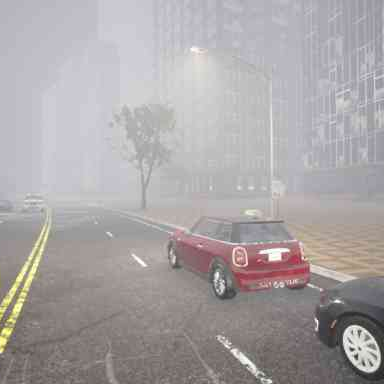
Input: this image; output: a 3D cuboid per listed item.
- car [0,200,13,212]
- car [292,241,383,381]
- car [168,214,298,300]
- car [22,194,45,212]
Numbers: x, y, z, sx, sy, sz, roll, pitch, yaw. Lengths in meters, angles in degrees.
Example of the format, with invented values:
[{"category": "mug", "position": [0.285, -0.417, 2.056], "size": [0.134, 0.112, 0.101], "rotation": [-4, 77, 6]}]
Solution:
[{"category": "car", "position": [-21.680, 1.602, 38.052], "size": [1.994, 1.385, 4.181], "rotation": [0, 0, -24]}, {"category": "car", "position": [3.632, 1.505, 3.322], "size": [1.837, 1.490, 4.892], "rotation": [0, 0, -35]}, {"category": "car", "position": [0.911, 1.355, 8.803], "size": [2.097, 1.767, 4.553], "rotation": [0, 0, -22]}, {"category": "car", "position": [-18.696, 1.263, 39.340], "size": [2.150, 2.045, 5.566], "rotation": [0, 0, -24]}]
